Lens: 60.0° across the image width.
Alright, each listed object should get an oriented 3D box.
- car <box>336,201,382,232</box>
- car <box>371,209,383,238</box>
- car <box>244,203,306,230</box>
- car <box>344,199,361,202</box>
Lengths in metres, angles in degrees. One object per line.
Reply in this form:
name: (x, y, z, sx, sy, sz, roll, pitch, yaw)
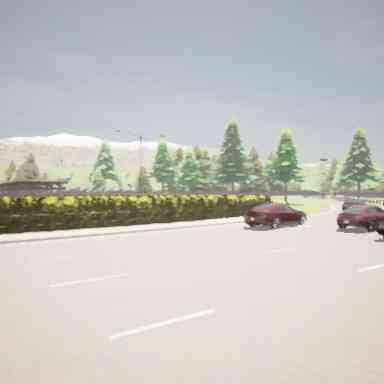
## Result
car: (10.452, 1.496, 19.820, 4.674, 1.442, 1.812, 0, 0, -36)
car: (10.695, 1.574, 15.676, 4.718, 1.301, 1.895, 0, 0, -36)
car: (5.402, 1.453, 21.264, 5.008, 1.535, 1.882, 0, 0, -42)
car: (17.054, 1.441, 35.192, 2.128, 1.511, 4.902, 0, 0, 33)
